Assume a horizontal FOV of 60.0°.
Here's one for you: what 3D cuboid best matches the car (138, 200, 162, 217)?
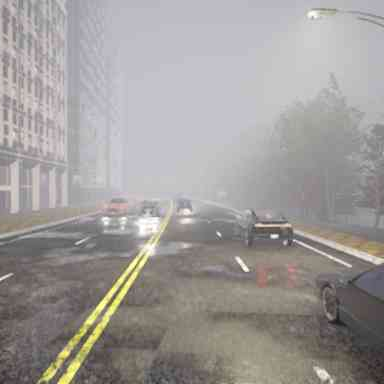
[{"bbox_3d":[-3.892,1.473,31.299,2.128,1.511,4.902,0,0,-2],"label":"car"}]

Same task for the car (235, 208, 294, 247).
[{"bbox_3d":[3.112,1.483,15.086,2.128,1.511,4.902,0,0,-1],"label":"car"}]

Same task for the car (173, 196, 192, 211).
[{"bbox_3d":[-0.955,1.515,40.439,2.033,1.411,5.357,0,0,-3],"label":"car"}]

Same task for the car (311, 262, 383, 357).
[{"bbox_3d":[3.239,1.544,4.030,2.033,1.411,5.357,0,0,0],"label":"car"}]

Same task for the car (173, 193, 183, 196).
[{"bbox_3d":[-2.985,1.145,73.829,2.150,2.045,5.566,0,0,-5],"label":"car"}]

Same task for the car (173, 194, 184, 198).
[{"bbox_3d":[-1.775,1.509,57.973,1.994,1.385,4.181,0,0,-4],"label":"car"}]

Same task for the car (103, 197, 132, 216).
[{"bbox_3d":[-7.169,1.332,32.191,2.097,1.767,4.553,0,0,-2],"label":"car"}]
